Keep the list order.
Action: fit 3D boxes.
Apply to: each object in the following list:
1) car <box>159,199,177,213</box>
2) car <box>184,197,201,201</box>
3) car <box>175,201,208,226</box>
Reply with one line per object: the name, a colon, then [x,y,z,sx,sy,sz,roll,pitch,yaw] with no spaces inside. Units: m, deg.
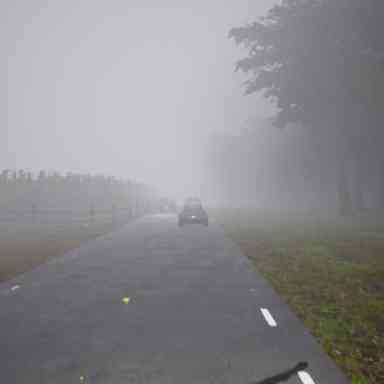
car: [-2.781,1.553,38.782,2.128,1.511,4.902,0,0,0]
car: [0.084,1.416,39.899,2.097,1.767,4.553,0,0,0]
car: [0.091,1.586,23.533,1.994,1.385,4.181,0,0,0]
